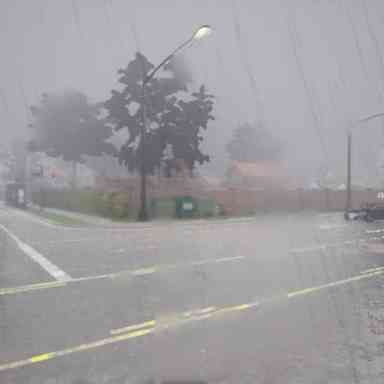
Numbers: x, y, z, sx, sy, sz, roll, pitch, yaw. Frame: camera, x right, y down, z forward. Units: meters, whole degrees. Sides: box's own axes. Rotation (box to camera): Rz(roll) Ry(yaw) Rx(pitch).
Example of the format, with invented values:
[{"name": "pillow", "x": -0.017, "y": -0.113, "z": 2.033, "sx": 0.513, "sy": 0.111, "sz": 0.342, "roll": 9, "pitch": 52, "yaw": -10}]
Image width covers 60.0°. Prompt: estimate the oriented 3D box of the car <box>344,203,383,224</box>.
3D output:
[{"name": "car", "x": 13.964, "y": 1.621, "z": 26.256, "sx": 4.902, "sy": 1.511, "sz": 2.128, "roll": 0, "pitch": 0, "yaw": -34}]
